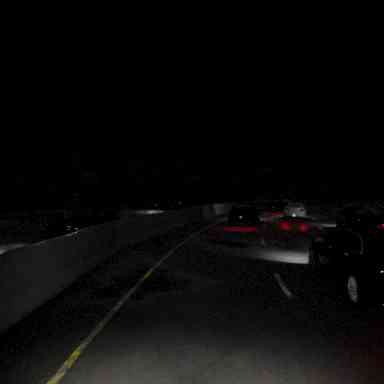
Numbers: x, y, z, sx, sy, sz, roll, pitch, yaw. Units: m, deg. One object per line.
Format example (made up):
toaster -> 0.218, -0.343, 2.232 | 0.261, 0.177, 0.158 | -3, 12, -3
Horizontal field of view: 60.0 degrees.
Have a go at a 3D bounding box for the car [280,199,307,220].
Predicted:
car -> 8.680, 1.573, 28.027 | 1.812, 1.442, 4.674 | 0, 0, 19

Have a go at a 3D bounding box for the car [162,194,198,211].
car -> -1.115, 1.321, 41.610 | 2.150, 2.045, 5.566 | 0, 0, 25

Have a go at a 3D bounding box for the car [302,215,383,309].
car -> 4.164, 1.519, 7.781 | 1.837, 1.490, 4.892 | 0, 0, 5

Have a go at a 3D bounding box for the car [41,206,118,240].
car -> -5.369, 1.487, 16.549 | 1.882, 1.535, 5.008 | 0, 0, 11

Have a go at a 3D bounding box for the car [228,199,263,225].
car -> 3.905, 1.515, 24.492 | 1.882, 1.535, 5.008 | 0, 0, 15

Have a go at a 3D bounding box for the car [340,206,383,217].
car -> 9.656, 1.555, 19.097 | 1.812, 1.442, 4.674 | 0, 0, 13

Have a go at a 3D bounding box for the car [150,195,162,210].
car -> -3.390, 1.339, 44.983 | 2.150, 2.045, 5.566 | 0, 0, 26

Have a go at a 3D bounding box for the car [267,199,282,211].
car -> 10.778, 1.589, 41.511 | 2.128, 1.511, 4.902 | 0, 0, 27
